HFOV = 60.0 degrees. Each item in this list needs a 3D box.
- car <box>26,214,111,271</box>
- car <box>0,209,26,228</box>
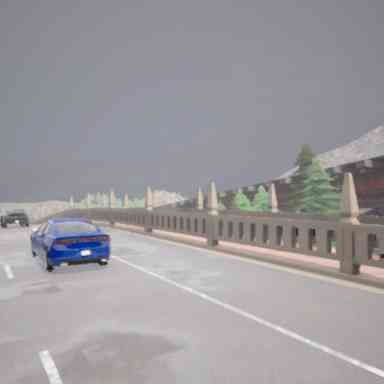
[{"bbox_3d":[-4.443,1.655,11.800,1.882,1.535,5.008,0,-1,-33],"label":"car"},{"bbox_3d":[-15.271,2.258,28.579,1.837,1.490,4.892,0,-3,-33],"label":"car"}]
